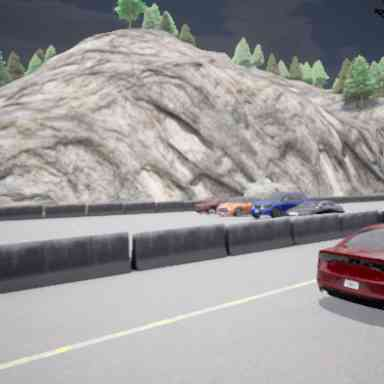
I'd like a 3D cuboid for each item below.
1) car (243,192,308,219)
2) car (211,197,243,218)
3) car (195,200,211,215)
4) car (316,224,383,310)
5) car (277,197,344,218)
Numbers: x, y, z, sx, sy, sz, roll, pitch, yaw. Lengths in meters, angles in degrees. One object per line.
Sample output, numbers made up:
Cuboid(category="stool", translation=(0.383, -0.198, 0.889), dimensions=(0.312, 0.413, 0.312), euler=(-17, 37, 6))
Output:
Cuboid(category="car", translation=(7.030, 1.035, 26.196), dimensions=(5.566, 2.045, 2.150), euler=(-1, 0, -35))
Cuboid(category="car", translation=(4.321, 1.173, 28.561), dimensions=(4.553, 1.767, 2.097), euler=(-1, 0, -35))
Cuboid(category="car", translation=(2.526, 1.297, 31.580), dimensions=(5.008, 1.535, 1.882), euler=(-1, 0, -35))
Cuboid(category="car", translation=(4.742, 1.407, 7.127), dimensions=(5.008, 1.535, 1.882), euler=(-1, 0, -35))
Cuboid(category="car", translation=(8.523, 1.311, 22.962), dimensions=(4.902, 1.511, 2.128), euler=(-1, 0, -35))
